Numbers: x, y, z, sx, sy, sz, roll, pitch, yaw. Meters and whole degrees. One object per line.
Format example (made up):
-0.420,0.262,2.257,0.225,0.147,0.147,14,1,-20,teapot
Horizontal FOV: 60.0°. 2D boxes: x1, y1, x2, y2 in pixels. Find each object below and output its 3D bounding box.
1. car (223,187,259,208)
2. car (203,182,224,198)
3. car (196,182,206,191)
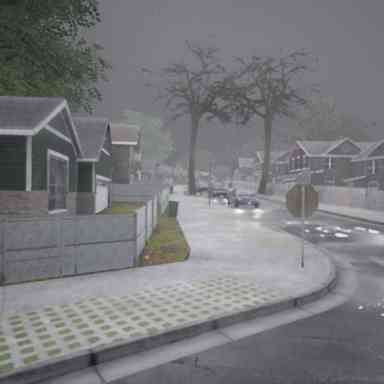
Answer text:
4.131,0.462,27.473,1.812,1.442,4.674,1,3,-6,car
2.989,-0.057,38.616,2.033,1.411,5.357,1,3,-6,car
1.713,-0.737,51.347,1.882,1.535,5.008,1,3,-5,car
